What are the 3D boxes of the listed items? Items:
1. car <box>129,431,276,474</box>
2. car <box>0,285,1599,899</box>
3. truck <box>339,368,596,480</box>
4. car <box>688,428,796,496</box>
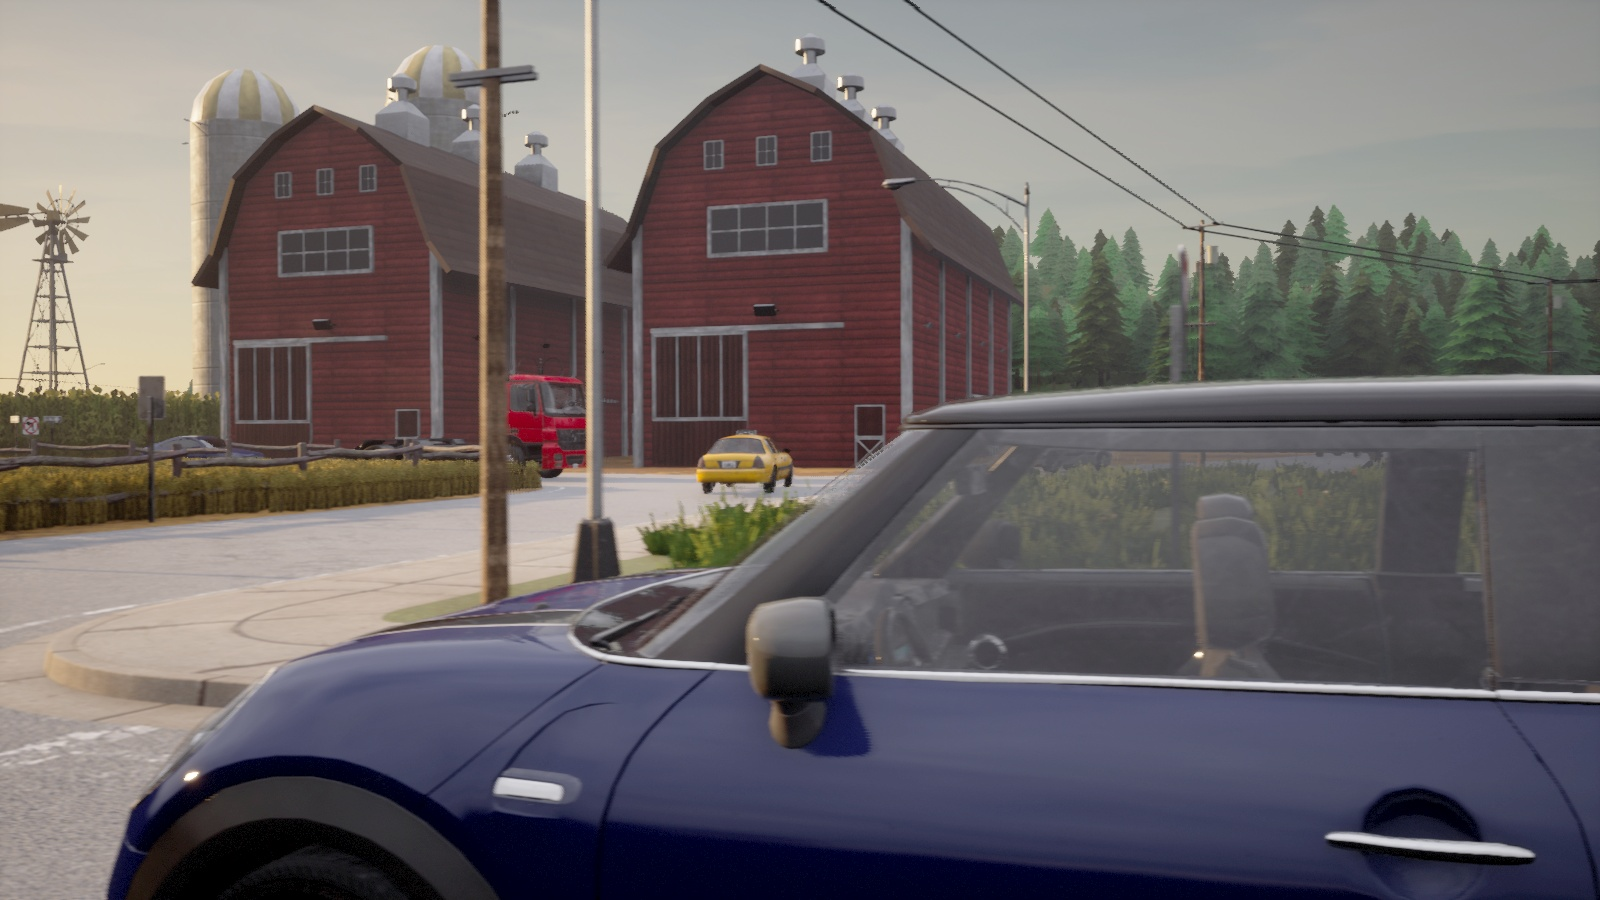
[{"bbox_3d":[-21.150,0.063,44.467,4.674,1.442,1.812,0,1,16],"label":"car"},{"bbox_3d":[0.620,0.639,2.974,4.553,1.767,2.097,0,1,18],"label":"car"},{"bbox_3d":[-10.943,-0.857,41.378,7.936,3.462,2.891,1,1,19],"label":"truck"},{"bbox_3d":[-1.370,0.241,32.230,1.801,1.575,5.366,0,1,8],"label":"car"}]
